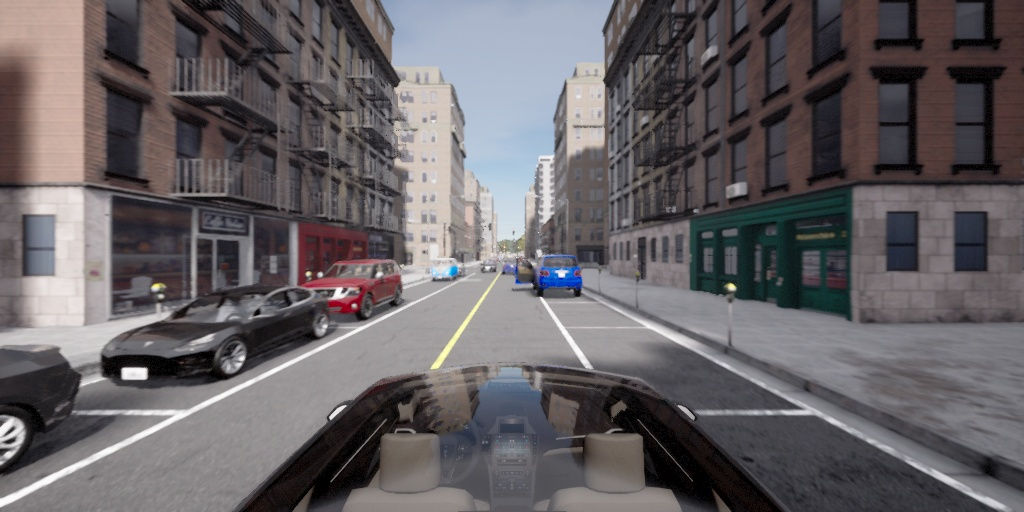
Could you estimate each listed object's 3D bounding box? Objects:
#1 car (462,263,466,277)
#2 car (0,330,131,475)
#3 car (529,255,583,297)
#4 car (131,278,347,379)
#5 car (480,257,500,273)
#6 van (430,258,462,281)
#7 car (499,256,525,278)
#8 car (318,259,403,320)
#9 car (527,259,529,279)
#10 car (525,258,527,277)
[{"bbox_3d":[-5.387,1.266,34.339,2.007,1.370,4.403,0,0,0],"label":"car"},{"bbox_3d":[-5.398,1.300,1.901,2.007,1.370,4.403,0,0,0],"label":"car"},{"bbox_3d":[2.271,0.953,19.038,2.150,2.045,5.566,0,0,0],"label":"car"},{"bbox_3d":[-5.396,1.309,7.307,1.948,1.339,4.313,0,0,0],"label":"car"},{"bbox_3d":[-2.747,1.204,43.118,2.128,1.511,4.902,0,0,0],"label":"car"},{"bbox_3d":[-5.389,1.062,28.932,1.690,1.789,3.998,0,0,0],"label":"van"},{"bbox_3d":[0.010,1.064,38.532,2.097,1.767,4.553,0,0,0],"label":"car"},{"bbox_3d":[-5.394,1.053,12.714,2.192,1.841,5.009,0,0,0],"label":"car"},{"bbox_3d":[2.647,1.242,34.509,1.751,1.417,4.829,0,0,0],"label":"car"},{"bbox_3d":[2.643,1.262,39.745,2.007,1.370,4.403,0,0,0],"label":"car"}]
